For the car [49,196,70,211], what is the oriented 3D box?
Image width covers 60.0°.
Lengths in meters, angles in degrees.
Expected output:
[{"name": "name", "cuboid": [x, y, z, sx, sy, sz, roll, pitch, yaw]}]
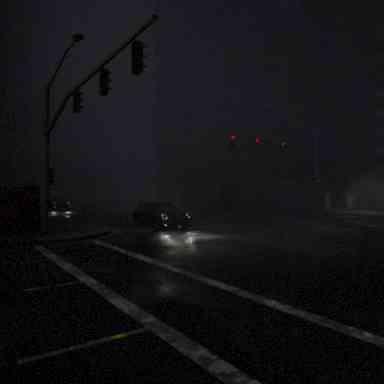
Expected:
[{"name": "car", "cuboid": [-16.595, 1.332, 41.062, 2.097, 1.767, 4.553, 0, 0, -36]}]

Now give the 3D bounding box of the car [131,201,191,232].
[{"name": "car", "cuboid": [-2.005, 1.403, 20.781, 2.097, 1.767, 4.553, 0, 0, -36]}]
